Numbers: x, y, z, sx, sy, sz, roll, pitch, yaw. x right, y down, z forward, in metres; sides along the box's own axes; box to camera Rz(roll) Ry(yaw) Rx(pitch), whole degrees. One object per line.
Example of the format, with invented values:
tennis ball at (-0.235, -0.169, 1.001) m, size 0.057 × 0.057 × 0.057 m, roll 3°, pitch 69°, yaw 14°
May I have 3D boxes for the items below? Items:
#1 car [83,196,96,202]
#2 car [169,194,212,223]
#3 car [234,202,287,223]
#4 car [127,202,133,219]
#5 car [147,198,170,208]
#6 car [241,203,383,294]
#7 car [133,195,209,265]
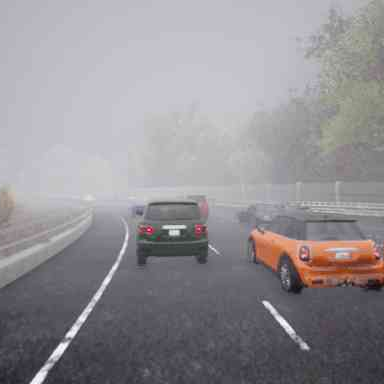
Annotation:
car at (-23.908, 1.650, 77.367) m, size 1.812 × 1.442 × 4.674 m, roll 0°, pitch 0°, yaw -39°
car at (-0.284, 1.236, 27.451) m, size 2.150 × 2.045 × 5.566 m, roll 0°, pitch 0°, yaw -15°
car at (4.533, 1.542, 22.518) m, size 2.033 × 1.411 × 5.357 m, roll 0°, pitch 0°, yaw -12°
car at (-4.701, 1.510, 30.083) m, size 1.882 × 1.535 × 5.008 m, roll 0°, pitch 0°, yaw -17°
car at (-5.051, 1.606, 49.617) m, size 1.994 × 1.385 × 4.181 m, roll 0°, pitch 0°, yaw -27°
car at (2.963, 1.345, 9.015) m, size 2.097 × 1.767 × 4.553 m, roll 0°, pitch 0°, yaw -4°
car at (-0.806, 1.230, 11.931) m, size 2.150 × 2.045 × 5.566 m, roll 0°, pitch 0°, yaw -7°
